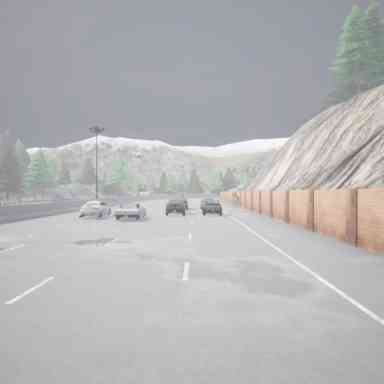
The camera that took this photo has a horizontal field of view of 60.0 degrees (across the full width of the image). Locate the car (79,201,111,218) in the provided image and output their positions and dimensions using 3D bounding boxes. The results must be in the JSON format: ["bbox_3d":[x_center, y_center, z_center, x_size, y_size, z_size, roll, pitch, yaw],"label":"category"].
[{"bbox_3d":[-8.606,1.525,29.770,1.812,1.442,4.674,0,0,0],"label":"car"}]

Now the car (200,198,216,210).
[{"bbox_3d":[2.036,1.525,43.176,1.812,1.442,4.674,0,0,1],"label":"car"}]

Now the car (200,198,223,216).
[{"bbox_3d":[1.929,1.491,32.726,2.128,1.511,4.902,0,0,1],"label":"car"}]

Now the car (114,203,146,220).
[{"bbox_3d":[-5.119,1.601,28.188,1.895,1.301,4.718,0,0,1],"label":"car"}]

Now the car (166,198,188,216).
[{"bbox_3d":[-1.570,1.505,32.908,1.837,1.490,4.892,0,0,0],"label":"car"}]
